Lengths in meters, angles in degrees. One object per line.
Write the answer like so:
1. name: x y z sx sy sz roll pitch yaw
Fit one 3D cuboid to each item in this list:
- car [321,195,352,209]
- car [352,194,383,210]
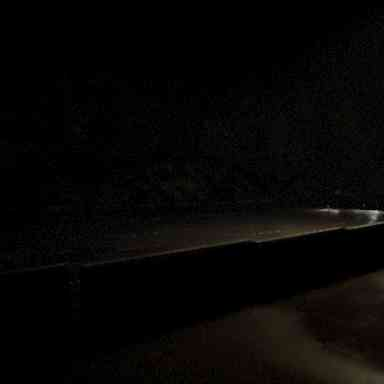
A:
1. car: 16.853 1.099 37.489 5.357 1.411 2.033 -1 1 -35
2. car: 19.314 1.046 34.942 4.892 1.490 1.837 -1 1 -35
